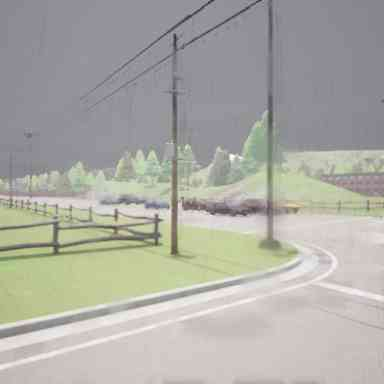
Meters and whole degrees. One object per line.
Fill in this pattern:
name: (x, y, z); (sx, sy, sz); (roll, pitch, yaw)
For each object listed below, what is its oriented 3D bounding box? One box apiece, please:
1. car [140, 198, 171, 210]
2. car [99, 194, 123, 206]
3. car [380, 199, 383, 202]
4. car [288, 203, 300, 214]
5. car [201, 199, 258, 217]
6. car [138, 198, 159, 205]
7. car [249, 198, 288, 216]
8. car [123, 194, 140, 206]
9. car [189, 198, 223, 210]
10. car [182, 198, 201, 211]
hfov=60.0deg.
car: (-4.614, 1.608, 44.121); (1.812, 1.442, 4.674); (0, 0, -36)
car: (-14.444, 1.499, 57.877); (2.097, 1.767, 4.553); (0, 0, -36)
car: (43.420, 1.688, 72.590); (1.812, 1.442, 4.674); (0, 0, -18)
car: (9.503, 1.567, 36.542); (1.882, 1.535, 5.008); (0, 0, -36)
car: (3.537, 1.620, 32.840); (2.033, 1.411, 5.357); (0, 0, -36)
car: (-7.963, 1.711, 60.842); (1.895, 1.301, 4.718); (0, 0, -36)
car: (7.026, 1.433, 33.992); (2.097, 1.767, 4.553); (0, 0, -36)
car: (-11.278, 1.322, 59.465); (2.150, 2.045, 5.566); (0, 0, -36)
car: (1.899, 1.646, 47.062); (2.033, 1.411, 5.357); (0, 0, -36)
car: (0.722, 1.565, 42.711); (1.882, 1.535, 5.008); (0, 0, -36)
